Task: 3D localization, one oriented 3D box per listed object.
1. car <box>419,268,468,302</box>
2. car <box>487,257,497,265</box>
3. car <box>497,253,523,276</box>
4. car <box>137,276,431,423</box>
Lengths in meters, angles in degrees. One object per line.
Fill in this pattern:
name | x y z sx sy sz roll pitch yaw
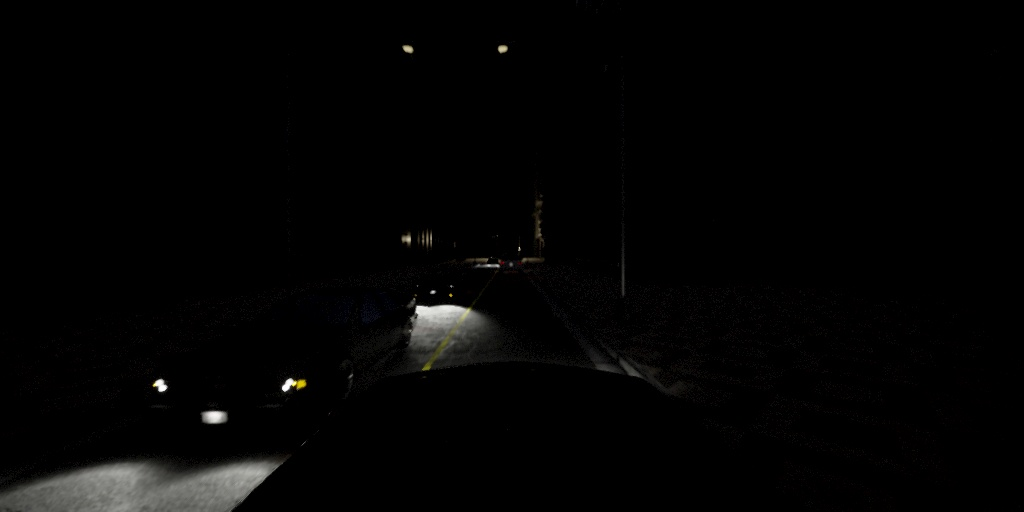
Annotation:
car | -3.166 1.250 16.382 1.994 1.385 4.181 0 0 0
car | -3.392 0.884 64.384 1.895 1.301 4.718 0 1 0
car | -0.093 0.773 34.682 2.150 2.045 5.566 0 0 0
car | -3.117 1.284 6.402 2.033 1.411 5.357 0 0 0
